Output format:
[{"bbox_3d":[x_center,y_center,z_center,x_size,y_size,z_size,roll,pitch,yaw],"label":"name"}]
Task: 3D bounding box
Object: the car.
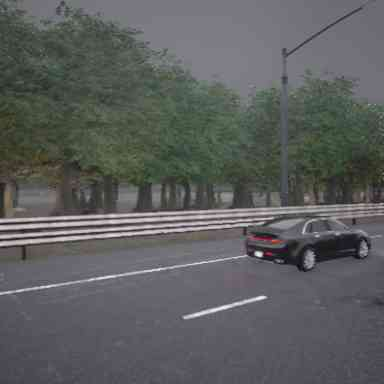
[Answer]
[{"bbox_3d":[3.858,1.498,10.761,4.892,1.490,1.837,0,0,-35],"label":"car"}]
